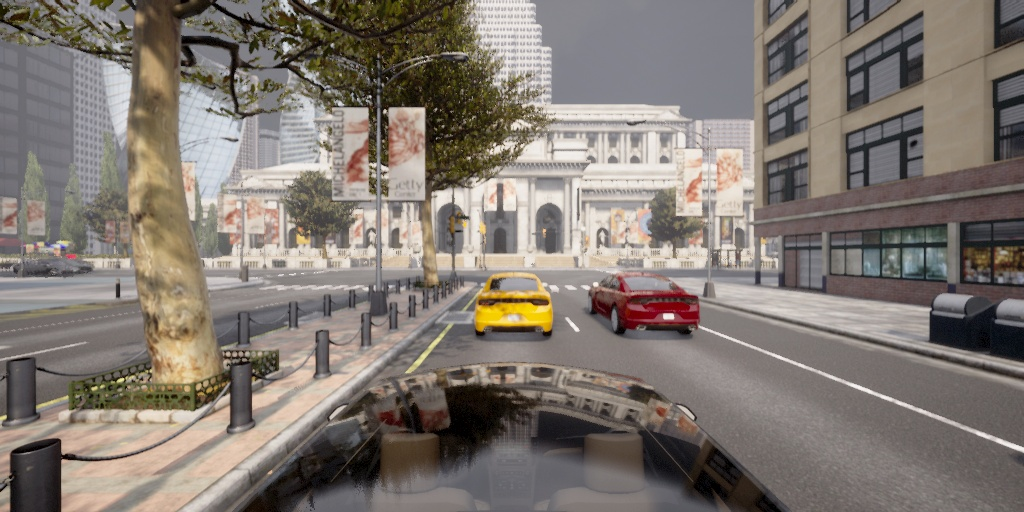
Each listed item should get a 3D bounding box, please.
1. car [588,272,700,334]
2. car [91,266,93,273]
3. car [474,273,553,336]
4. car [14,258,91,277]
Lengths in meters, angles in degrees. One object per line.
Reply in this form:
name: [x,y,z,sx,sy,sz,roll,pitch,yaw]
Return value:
car: [3.558,1.216,10.581,1.882,1.535,5.008,0,0,0]
car: [-46.962,1.053,37.472,4.553,1.767,2.097,0,0,-2]
car: [0.056,1.216,10.402,1.882,1.535,5.008,0,0,1]
car: [-43.953,1.197,34.039,4.902,1.511,2.128,0,0,-1]
